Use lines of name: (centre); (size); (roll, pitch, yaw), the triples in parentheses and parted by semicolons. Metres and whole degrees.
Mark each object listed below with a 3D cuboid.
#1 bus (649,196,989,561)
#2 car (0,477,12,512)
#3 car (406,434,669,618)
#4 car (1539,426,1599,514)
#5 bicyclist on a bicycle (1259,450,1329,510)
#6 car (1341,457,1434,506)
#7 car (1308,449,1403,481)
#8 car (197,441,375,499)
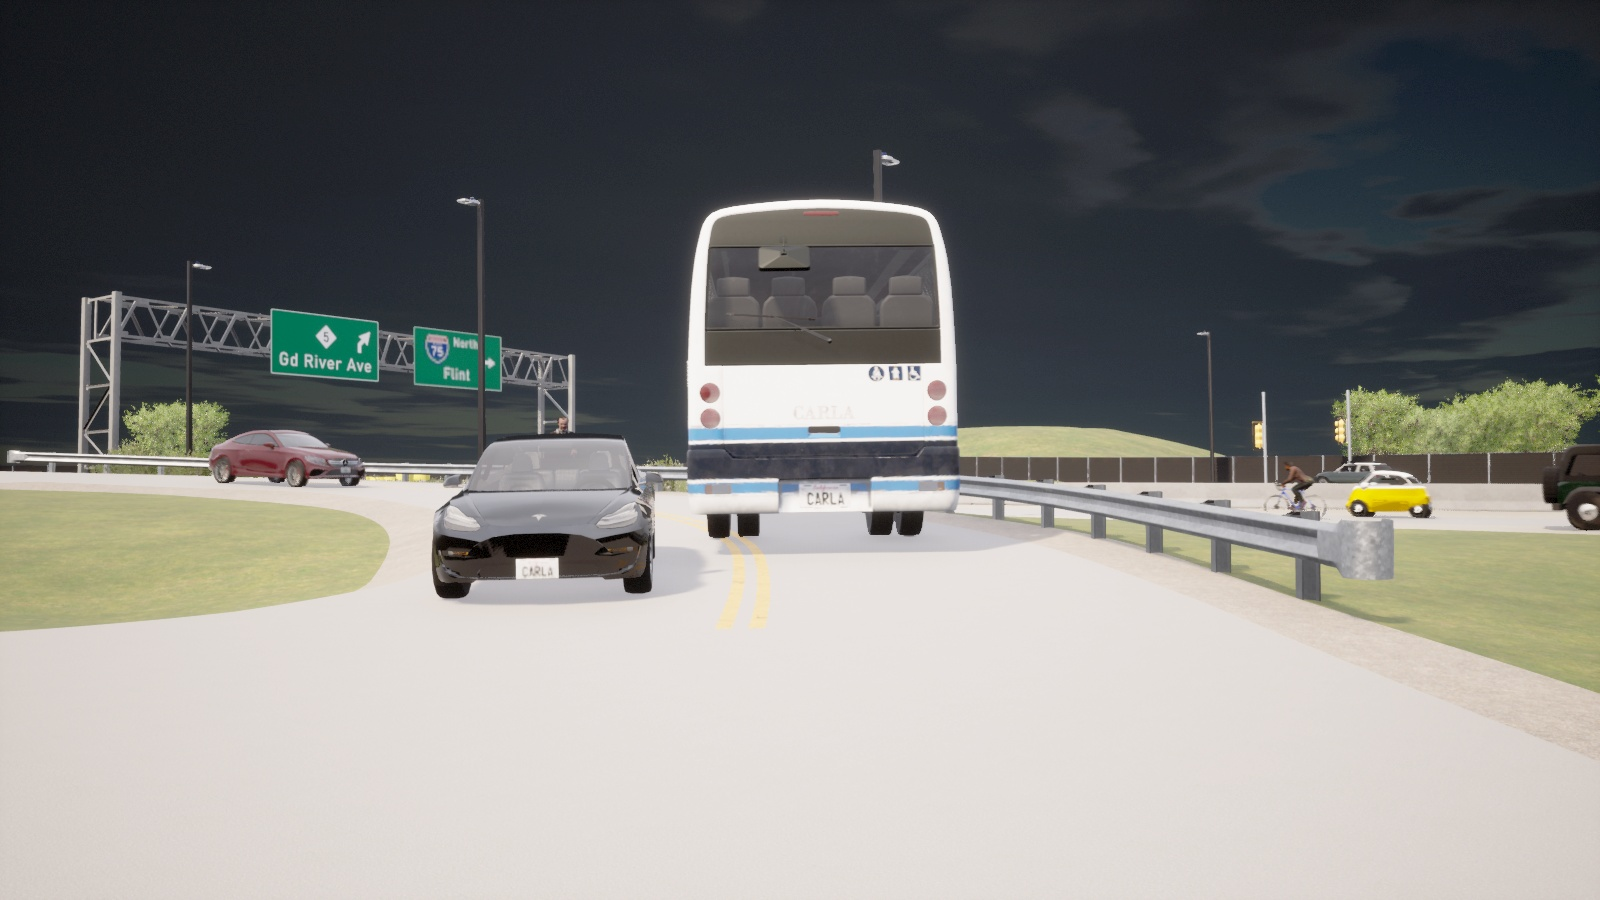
bus: (0.051, -0.939, 20.214); (3.944, 4.253, 10.273); (-2, 1, -2)
car: (-44.085, 2.381, 66.273); (4.605, 1.855, 1.932); (-1, -2, 22)
car: (-2.490, 0.617, 13.154); (2.163, 1.488, 4.792); (-2, 1, -6)
car: (18.335, 0.414, 27.170); (3.866, 1.878, 1.905); (-2, -2, 35)
bicyclist on a bicycle: (13.629, 0.830, 34.690); (1.656, 1.620, 0.582); (-2, -2, 35)
car: (17.094, 0.913, 36.545); (2.207, 1.376, 1.481); (-1, -1, 35)
car: (26.964, 0.739, 61.044); (1.970, 1.475, 3.806); (-1, -1, -28)
car: (-13.423, 0.491, 32.747); (4.674, 1.442, 1.812); (0, 0, 30)
